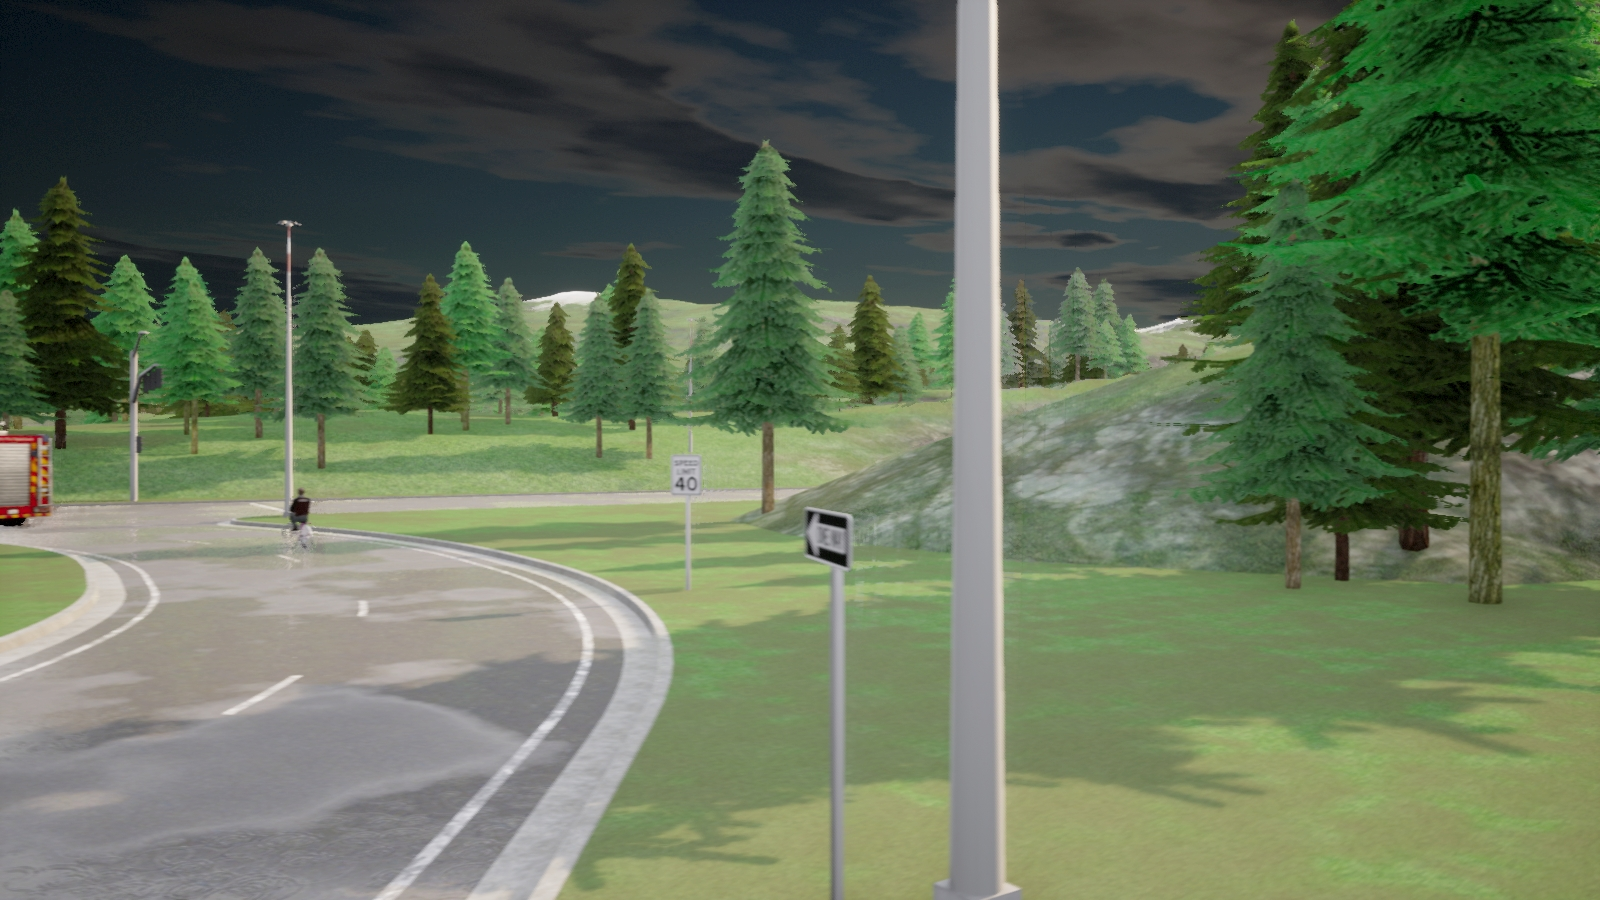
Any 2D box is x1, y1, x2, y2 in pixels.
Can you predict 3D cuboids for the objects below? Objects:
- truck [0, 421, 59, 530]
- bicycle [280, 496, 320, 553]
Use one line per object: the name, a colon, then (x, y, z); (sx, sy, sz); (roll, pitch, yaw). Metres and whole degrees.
truck: (-31.748, 0.891, 42.136); (8.468, 3.827, 2.891); (0, 0, 20)
bicycle: (-13.925, 2.060, 31.789); (0.329, 1.471, 1.835); (-3, 2, -45)
